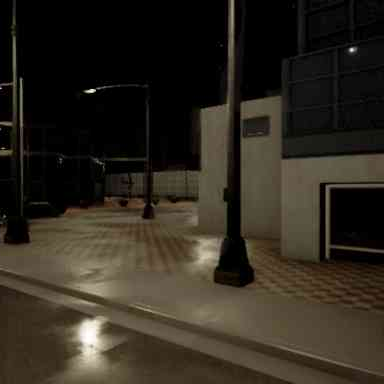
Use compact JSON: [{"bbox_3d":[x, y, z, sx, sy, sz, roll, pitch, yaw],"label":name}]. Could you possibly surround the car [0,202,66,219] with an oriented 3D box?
[{"bbox_3d":[-12.723,1.495,26.787,1.895,1.301,4.718,0,0,36],"label":"car"}]
